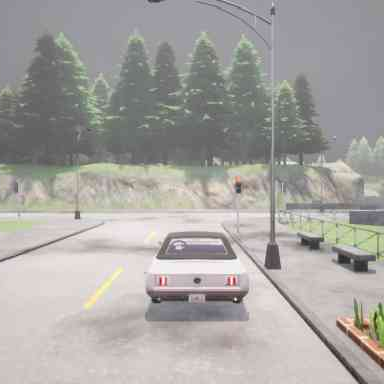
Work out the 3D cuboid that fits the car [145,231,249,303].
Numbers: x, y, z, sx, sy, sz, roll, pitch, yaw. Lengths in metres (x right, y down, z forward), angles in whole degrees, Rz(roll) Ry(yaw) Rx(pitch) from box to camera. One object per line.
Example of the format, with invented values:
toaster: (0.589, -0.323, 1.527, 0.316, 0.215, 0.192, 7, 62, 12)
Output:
car: (0.097, 1.601, 8.139, 1.895, 1.301, 4.718, 0, 0, 0)
